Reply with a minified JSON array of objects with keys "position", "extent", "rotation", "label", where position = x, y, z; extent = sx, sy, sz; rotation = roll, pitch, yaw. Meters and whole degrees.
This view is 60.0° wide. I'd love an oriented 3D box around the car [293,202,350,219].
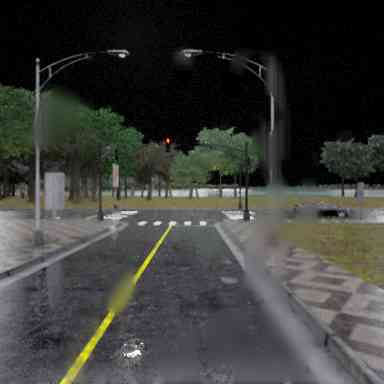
[{"position":[11.606,1.617,29.961],"extent":[4.902,1.511,2.128],"rotation":[0,0,0],"label":"car"}]
